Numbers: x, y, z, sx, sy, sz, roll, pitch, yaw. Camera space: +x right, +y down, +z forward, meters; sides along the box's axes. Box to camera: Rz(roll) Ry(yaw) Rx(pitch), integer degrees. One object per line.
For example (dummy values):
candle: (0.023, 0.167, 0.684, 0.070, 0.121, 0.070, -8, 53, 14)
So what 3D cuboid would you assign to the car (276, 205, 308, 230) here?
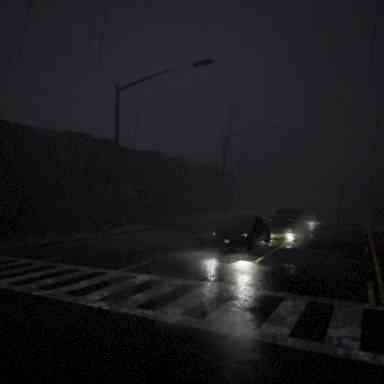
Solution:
car: (7.150, 1.919, 25.047, 1.882, 1.535, 5.008, -1, -1, 27)

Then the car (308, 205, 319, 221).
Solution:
car: (11.921, 2.076, 34.368, 1.882, 1.535, 5.008, -1, -1, 27)

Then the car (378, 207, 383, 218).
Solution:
car: (11.976, 1.804, 18.722, 2.128, 1.511, 4.902, -1, -1, 27)

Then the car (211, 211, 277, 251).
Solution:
car: (2.505, 1.814, 15.960, 1.812, 1.442, 4.674, -1, -1, 27)

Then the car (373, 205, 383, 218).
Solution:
car: (21.749, 2.182, 37.837, 2.033, 1.411, 5.357, -1, -1, 27)

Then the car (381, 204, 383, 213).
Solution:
car: (29.607, 2.409, 48.572, 1.895, 1.301, 4.718, 0, -1, 10)
